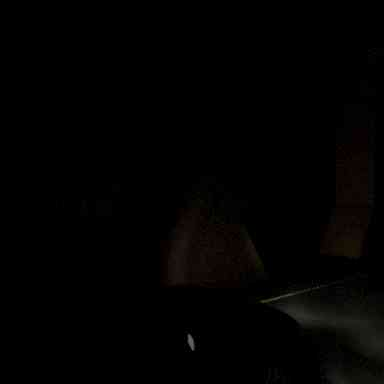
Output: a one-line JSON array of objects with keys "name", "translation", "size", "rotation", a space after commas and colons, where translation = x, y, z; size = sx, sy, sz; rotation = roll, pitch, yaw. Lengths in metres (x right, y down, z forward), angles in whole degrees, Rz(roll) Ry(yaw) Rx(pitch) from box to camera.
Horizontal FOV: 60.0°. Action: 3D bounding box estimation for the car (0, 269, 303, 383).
[{"name": "car", "translation": [-1.074, 1.484, 2.979], "size": [5.008, 1.535, 1.882], "rotation": [1, 0, -35]}]
